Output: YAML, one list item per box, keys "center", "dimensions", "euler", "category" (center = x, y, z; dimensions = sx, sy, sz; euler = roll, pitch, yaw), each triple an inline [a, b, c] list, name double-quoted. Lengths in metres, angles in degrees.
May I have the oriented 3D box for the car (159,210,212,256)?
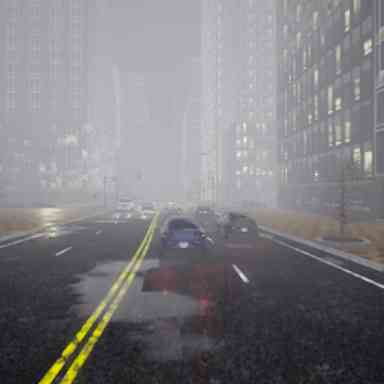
- center: [-0.424, 1.721, 13.999]
  dimensions: [1.812, 1.442, 4.674]
  euler: [0, -1, -3]
  category: "car"

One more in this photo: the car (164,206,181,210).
- center: [-1.997, 2.074, 34.415]
  dimensions: [1.895, 1.301, 4.718]
  euler: [0, -1, -5]
  category: "car"

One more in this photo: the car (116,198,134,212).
- center: [-9.943, 1.926, 49.889]
  dimensions: [2.150, 2.045, 5.566]
  euler: [0, -1, -4]
  category: "car"

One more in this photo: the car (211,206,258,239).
- center: [2.475, 1.778, 19.126]
  dimensions: [1.812, 1.442, 4.674]
  euler: [0, -1, -4]
  category: "car"

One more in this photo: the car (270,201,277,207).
- center: [16.631, 2.551, 72.554]
  dimensions: [4.829, 1.417, 1.752]
  euler: [0, 0, -4]
  category: "car"

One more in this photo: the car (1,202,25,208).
- center: [-32.789, 2.338, 60.817]
  dimensions: [4.206, 1.307, 1.802]
  euler: [0, 0, -4]
  category: "car"

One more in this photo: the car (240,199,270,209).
- center: [11.725, 2.331, 63.835]
  dimensions: [5.009, 1.841, 2.192]
  euler: [0, 0, -4]
  category: "car"

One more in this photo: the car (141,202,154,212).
- center: [-6.779, 2.255, 51.205]
  dimensions: [2.033, 1.411, 5.357]
  euler: [0, -1, -4]
  category: "car"

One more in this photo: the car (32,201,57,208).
- center: [-27.113, 2.356, 61.152]
  dimensions: [4.313, 1.339, 1.947]
  euler: [0, 0, -4]
  category: "car"

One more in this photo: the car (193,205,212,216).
- center: [1.169, 2.039, 35.536]
  dimensions: [1.994, 1.385, 4.181]
  euler: [0, -1, -5]
  category: "car"
